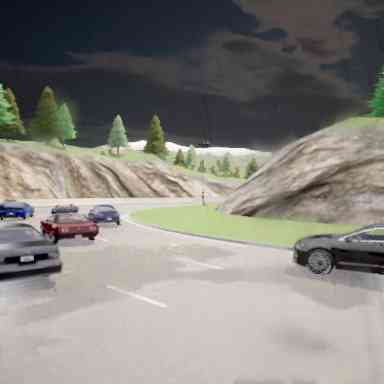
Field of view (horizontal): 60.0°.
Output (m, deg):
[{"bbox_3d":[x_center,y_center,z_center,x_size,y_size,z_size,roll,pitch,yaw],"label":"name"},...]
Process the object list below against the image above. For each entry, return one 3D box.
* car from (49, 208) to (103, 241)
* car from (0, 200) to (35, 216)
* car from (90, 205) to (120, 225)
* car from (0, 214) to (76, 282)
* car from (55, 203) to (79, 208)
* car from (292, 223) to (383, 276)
[{"bbox_3d":[-6.257,1.694,16.632,1.895,1.301,4.718,1,0,-33],"label":"car"},{"bbox_3d":[-15.328,1.620,29.453,1.882,1.535,5.008,0,0,-14],"label":"car"},{"bbox_3d":[-6.567,1.677,24.807,1.812,1.442,4.674,0,0,-23],"label":"car"},{"bbox_3d":[-5.440,1.594,9.622,2.033,1.411,5.357,1,-1,-40],"label":"car"},{"bbox_3d":[-12.710,1.787,33.730,1.895,1.301,4.718,0,0,-9],"label":"car"},{"bbox_3d":[5.277,1.586,9.069,4.902,1.511,2.128,0,0,37],"label":"car"}]
